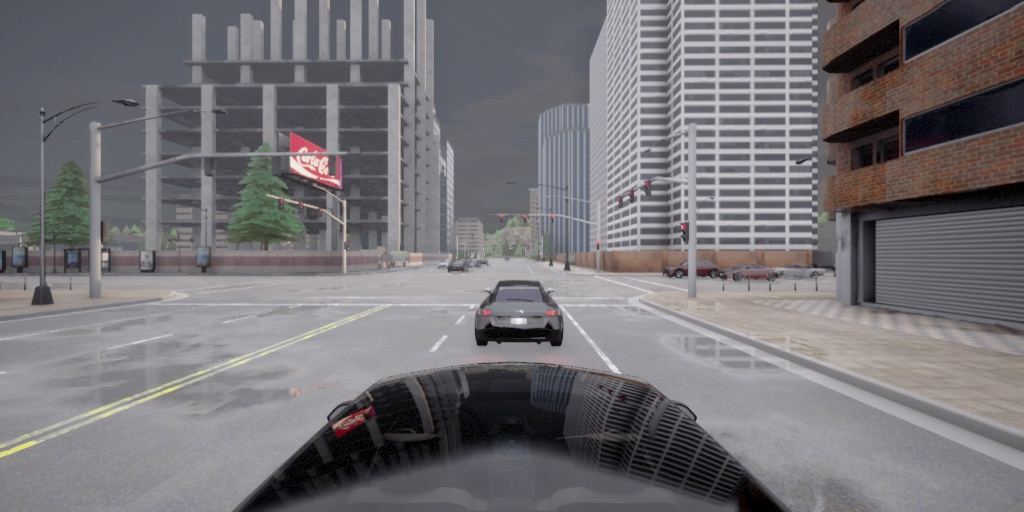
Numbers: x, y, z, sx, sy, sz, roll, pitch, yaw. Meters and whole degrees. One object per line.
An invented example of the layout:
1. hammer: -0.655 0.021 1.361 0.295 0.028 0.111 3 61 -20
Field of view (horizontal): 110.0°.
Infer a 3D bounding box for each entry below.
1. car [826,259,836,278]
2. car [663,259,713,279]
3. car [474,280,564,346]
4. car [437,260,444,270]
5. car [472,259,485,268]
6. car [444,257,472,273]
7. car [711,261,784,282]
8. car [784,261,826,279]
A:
1. car: 28.675 1.216 28.640 5.008 1.535 1.882 0 0 1
2. car: 16.063 1.089 32.309 4.553 1.767 2.097 0 0 1
3. car: 0.187 1.311 9.398 1.994 1.385 4.181 0 0 1
4. car: -9.728 1.255 52.795 1.812 1.442 4.674 0 0 1
5. car: -6.133 1.218 57.721 2.128 1.511 4.902 0 0 1
6. car: -6.405 1.211 42.698 1.882 1.535 5.008 0 0 1
7. car: 18.789 1.303 28.776 4.181 1.385 1.994 0 0 1
8. car: 25.056 1.338 32.195 4.718 1.301 1.895 0 0 1
